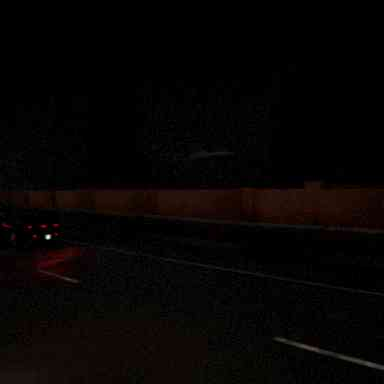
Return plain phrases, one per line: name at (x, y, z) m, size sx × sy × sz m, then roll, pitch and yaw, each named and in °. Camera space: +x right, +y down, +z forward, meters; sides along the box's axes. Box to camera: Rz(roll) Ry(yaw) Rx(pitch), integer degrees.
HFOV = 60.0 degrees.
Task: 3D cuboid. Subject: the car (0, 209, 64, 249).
car at (-7.527, 1.522, 14.831) m, size 4.892 × 1.490 × 1.837 m, roll 0°, pitch 0°, yaw 42°
